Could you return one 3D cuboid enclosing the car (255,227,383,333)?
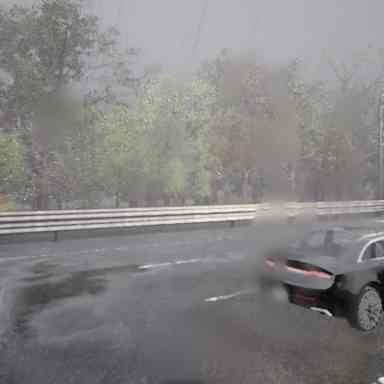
[{"bbox_3d":[3.519,1.463,6.719,4.902,1.511,2.128,0,0,-31],"label":"car"}]
